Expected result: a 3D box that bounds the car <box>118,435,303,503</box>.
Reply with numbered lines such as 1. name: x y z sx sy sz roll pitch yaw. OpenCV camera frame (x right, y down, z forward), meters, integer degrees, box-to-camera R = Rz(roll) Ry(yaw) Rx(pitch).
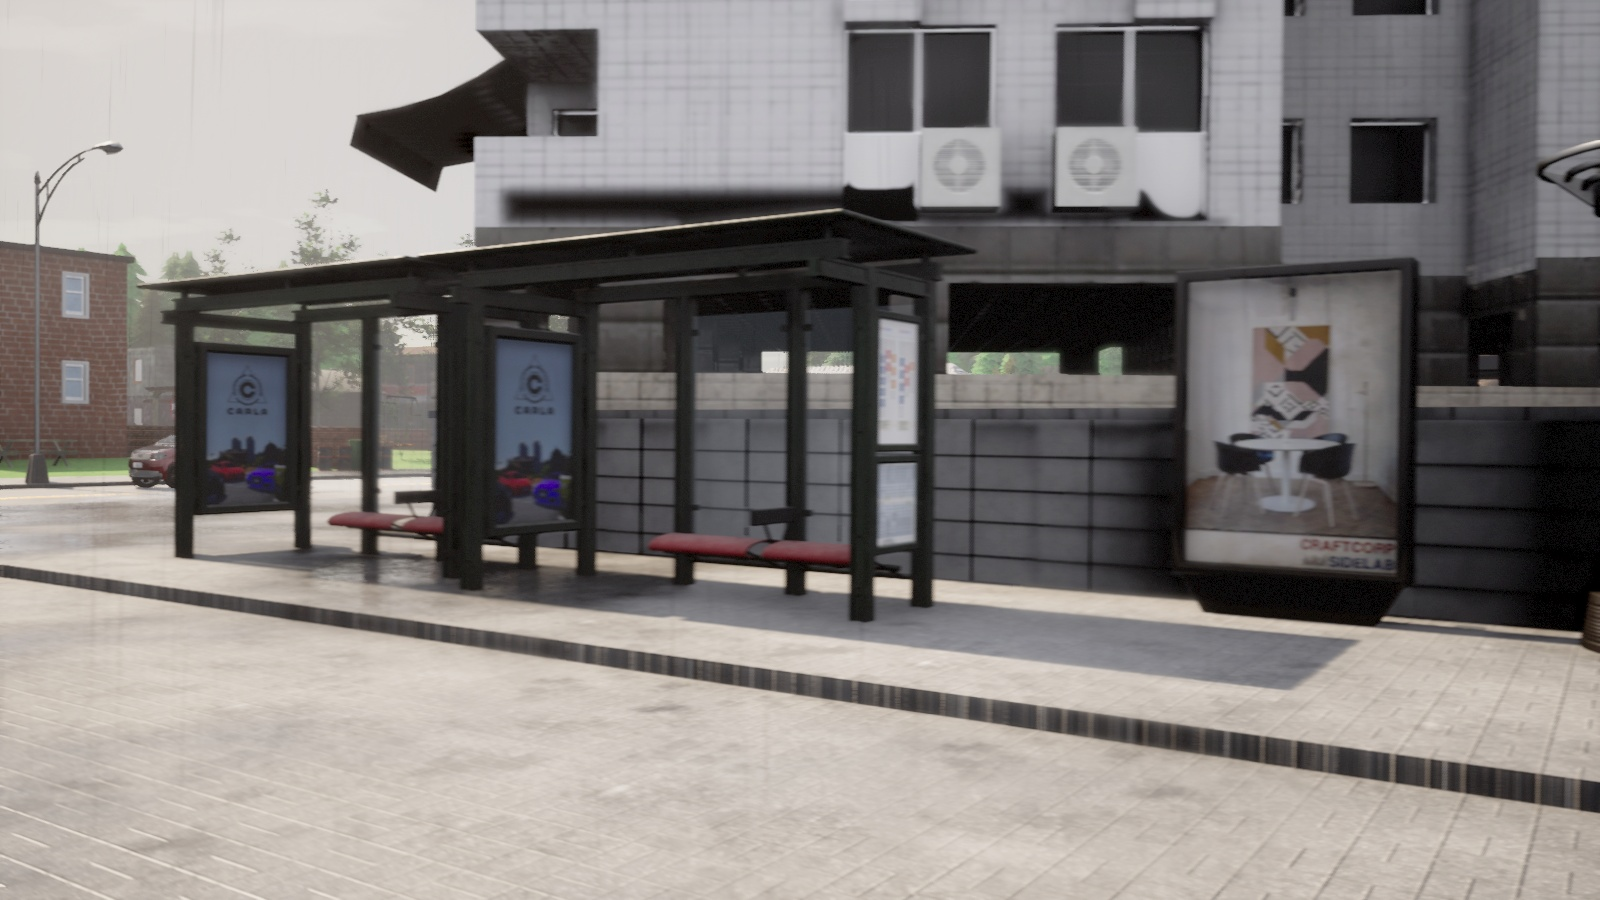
1. car: -14.409 0.419 30.868 1.789 1.549 3.705 0 1 34
